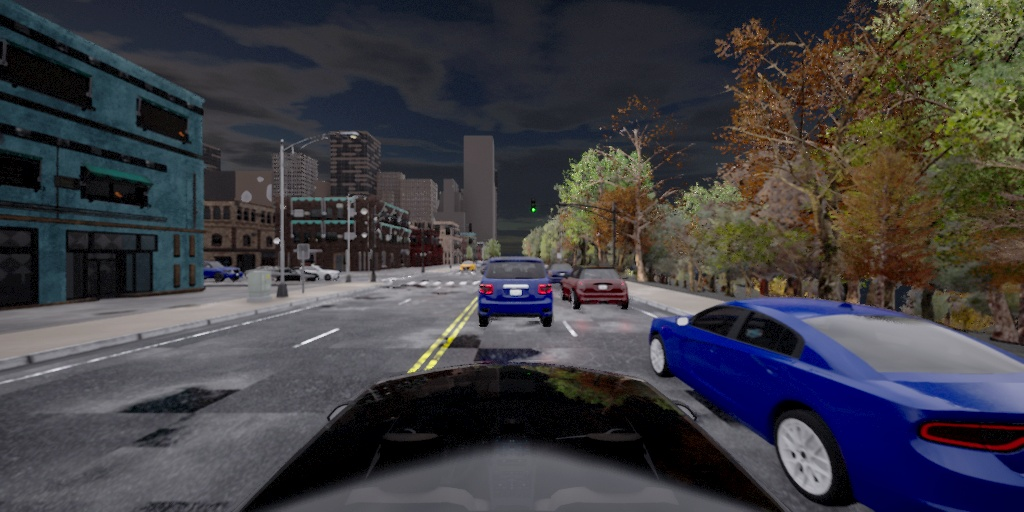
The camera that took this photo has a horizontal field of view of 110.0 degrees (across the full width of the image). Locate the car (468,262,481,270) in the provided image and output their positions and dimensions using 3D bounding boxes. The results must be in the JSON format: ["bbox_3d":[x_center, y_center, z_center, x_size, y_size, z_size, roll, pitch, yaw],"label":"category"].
[{"bbox_3d":[-6.537,1.737,63.064,1.895,1.301,4.718,0,0,-1],"label":"car"}]

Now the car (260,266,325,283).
[{"bbox_3d":[-19.943,1.765,32.715,4.313,1.339,1.948,0,0,0],"label":"car"}]

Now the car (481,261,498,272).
[{"bbox_3d":[-3.319,1.572,54.036,2.128,1.511,4.902,0,0,1],"label":"car"}]

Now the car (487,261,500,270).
[{"bbox_3d":[-3.305,1.689,63.904,2.033,1.411,5.357,0,0,0],"label":"car"}]

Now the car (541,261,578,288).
[{"bbox_3d":[3.354,1.258,26.069,2.097,1.767,4.553,0,0,0],"label":"car"}]

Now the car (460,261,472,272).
[{"bbox_3d":[-6.580,1.557,53.767,1.882,1.535,5.008,0,0,0],"label":"car"}]

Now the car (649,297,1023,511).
[{"bbox_3d":[3.349,1.245,4.415,1.882,1.535,5.008,0,0,0],"label":"car"}]

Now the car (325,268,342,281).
[{"bbox_3d":[-19.364,1.709,35.431,4.674,1.442,1.812,-1,0,-1],"label":"car"}]

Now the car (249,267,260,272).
[{"bbox_3d":[-28.275,1.816,41.228,4.403,1.370,2.007,0,0,0],"label":"car"}]

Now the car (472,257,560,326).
[{"bbox_3d":[0.098,1.041,12.096,2.150,2.045,5.566,0,0,0],"label":"car"}]

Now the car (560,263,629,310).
[{"bbox_3d":[3.351,1.188,15.326,2.097,1.767,4.553,0,0,0],"label":"car"}]

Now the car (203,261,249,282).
[{"bbox_3d":[-29.873,1.526,35.437,5.566,2.045,2.150,-1,0,0],"label":"car"}]
